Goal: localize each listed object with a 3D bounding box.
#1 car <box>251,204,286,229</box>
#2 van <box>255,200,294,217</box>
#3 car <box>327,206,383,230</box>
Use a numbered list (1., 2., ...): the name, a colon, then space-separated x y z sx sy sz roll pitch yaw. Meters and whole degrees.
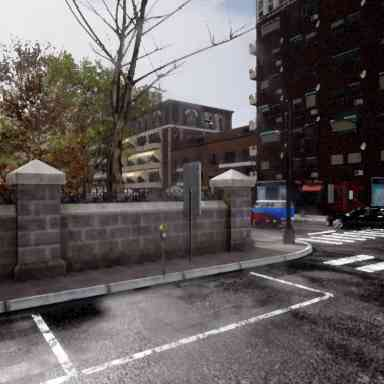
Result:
1. car: 4.451 1.834 24.264 1.994 1.385 4.181 0 -1 -36
2. van: 7.304 1.643 30.180 1.690 1.788 3.998 -1 0 -36
3. car: 11.071 1.658 20.967 4.892 1.490 1.837 -1 2 44
